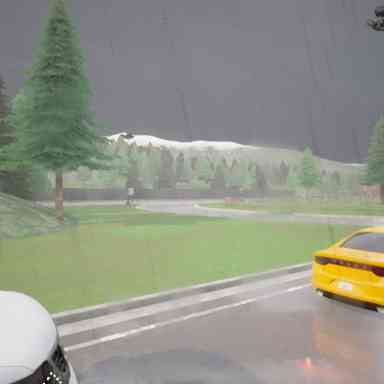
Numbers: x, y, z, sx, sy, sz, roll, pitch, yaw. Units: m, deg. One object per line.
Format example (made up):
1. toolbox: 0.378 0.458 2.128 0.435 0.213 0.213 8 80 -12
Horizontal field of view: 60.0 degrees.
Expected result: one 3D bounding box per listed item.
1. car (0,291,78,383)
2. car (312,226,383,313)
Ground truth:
1. car: -3.363 1.222 1.350 5.566 2.045 2.150 0 0 -35
2. car: 4.681 1.476 7.193 5.008 1.535 1.882 0 0 -35
